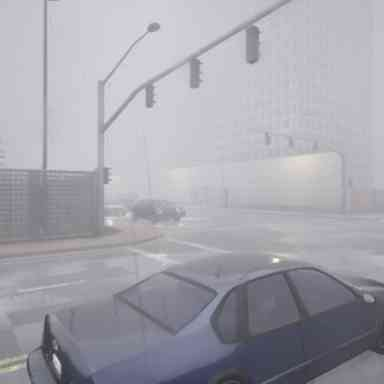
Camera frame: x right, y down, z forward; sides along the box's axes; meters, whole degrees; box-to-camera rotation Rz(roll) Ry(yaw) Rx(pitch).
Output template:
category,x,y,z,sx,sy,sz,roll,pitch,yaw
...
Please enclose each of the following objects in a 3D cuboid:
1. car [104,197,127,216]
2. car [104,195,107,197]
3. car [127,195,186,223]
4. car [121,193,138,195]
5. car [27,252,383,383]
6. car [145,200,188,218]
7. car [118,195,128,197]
category,x,y,z,sx,sy,sz,roll,pitch,yaw
car,-7.915,1.491,32.321,1.812,1.442,4.674,0,0,-35
car,-17.858,1.335,64.797,2.097,1.767,4.553,0,0,-35
car,-2.727,1.317,25.018,2.097,1.767,4.553,0,0,-35
car,-10.618,1.202,54.613,2.150,2.045,5.566,0,0,-35
car,0.865,1.553,4.380,5.357,1.411,2.033,0,0,-35
car,-2.407,1.497,30.611,1.812,1.442,4.674,0,0,-35
car,-7.638,1.476,37.983,1.837,1.490,4.892,0,0,-35
